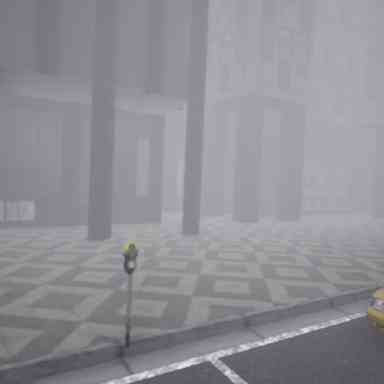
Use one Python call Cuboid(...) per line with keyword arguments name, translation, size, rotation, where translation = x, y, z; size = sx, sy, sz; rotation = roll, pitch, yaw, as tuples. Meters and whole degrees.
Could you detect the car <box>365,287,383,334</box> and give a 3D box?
Cuboid(name="car", translation=(4.815, 1.512, 5.311), size=(4.829, 1.417, 1.752), rotation=(1, 3, -29))
